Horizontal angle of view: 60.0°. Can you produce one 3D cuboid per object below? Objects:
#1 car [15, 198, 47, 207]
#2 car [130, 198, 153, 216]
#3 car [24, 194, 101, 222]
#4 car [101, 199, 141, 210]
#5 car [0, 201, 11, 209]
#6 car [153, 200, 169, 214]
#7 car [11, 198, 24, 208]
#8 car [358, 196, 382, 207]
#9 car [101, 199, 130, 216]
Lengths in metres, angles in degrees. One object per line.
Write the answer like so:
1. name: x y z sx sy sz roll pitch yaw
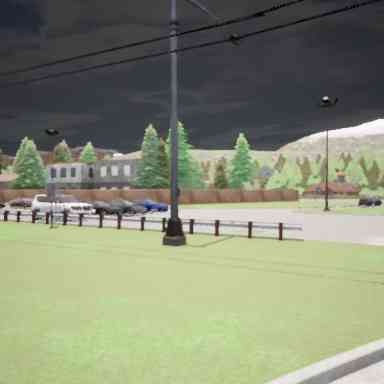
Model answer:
1. car: -23.922 1.558 49.496 4.718 1.301 1.895 0 0 29
2. car: -6.485 1.485 31.982 4.674 1.442 1.812 0 0 29
3. car: -10.133 1.195 25.982 5.566 2.045 2.150 0 0 29
4. car: -9.020 1.548 42.356 4.718 1.301 1.895 0 0 19
5. car: -26.166 1.518 42.735 5.357 1.411 2.033 0 0 29
6. car: -4.717 1.430 34.988 5.008 1.535 1.882 0 0 29
7. car: -22.572 1.488 44.775 4.674 1.442 1.812 0 0 29
8. car: 25.807 1.393 48.116 4.892 1.490 1.837 0 2 -41
9. car: -8.204 1.444 28.918 5.008 1.535 1.882 0 0 29
